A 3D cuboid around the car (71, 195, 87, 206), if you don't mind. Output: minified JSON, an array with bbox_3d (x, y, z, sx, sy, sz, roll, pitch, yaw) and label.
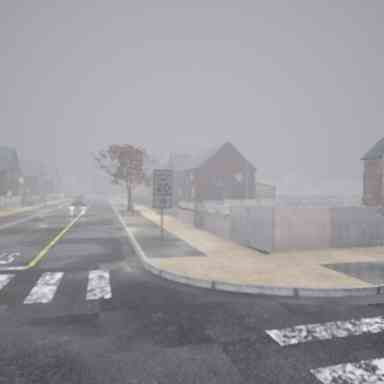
[{"bbox_3d":[-16.238,1.271,48.014,1.837,1.490,4.892,1,0,-15],"label":"car"}]
